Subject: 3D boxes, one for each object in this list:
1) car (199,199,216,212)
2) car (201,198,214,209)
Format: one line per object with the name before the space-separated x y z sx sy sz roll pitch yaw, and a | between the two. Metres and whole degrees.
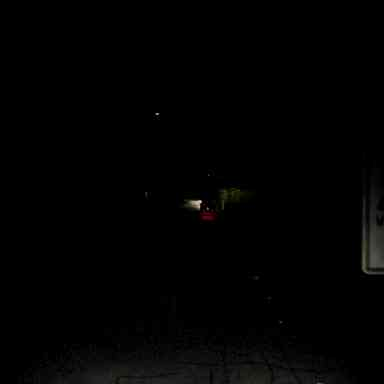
car | 1.891 1.633 39.888 1.837 1.490 4.892 0 0 3
car | 2.356 1.710 49.884 1.812 1.442 4.674 0 0 3
